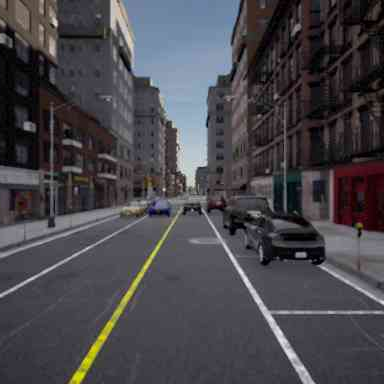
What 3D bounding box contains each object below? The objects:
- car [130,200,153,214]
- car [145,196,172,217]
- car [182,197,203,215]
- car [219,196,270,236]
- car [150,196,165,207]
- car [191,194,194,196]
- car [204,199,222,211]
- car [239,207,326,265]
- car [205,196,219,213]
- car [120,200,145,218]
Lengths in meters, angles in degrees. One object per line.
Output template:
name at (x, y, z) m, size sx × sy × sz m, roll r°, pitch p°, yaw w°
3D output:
car at (-5.406, 1.562, 36.111) m, size 1.802 × 1.307 × 4.206 m, roll 0°, pitch 0°, yaw 0°
car at (-2.863, 1.458, 30.780) m, size 1.882 × 1.535 × 5.008 m, roll 0°, pitch 0°, yaw 0°
car at (0.041, 1.485, 33.994) m, size 1.837 × 1.490 × 4.892 m, roll 0°, pitch 0°, yaw 0°
car at (2.972, 1.216, 18.648) m, size 2.150 × 2.045 × 5.566 m, roll 0°, pitch 0°, yaw 0°
car at (-5.415, 1.426, 52.472) m, size 1.967 × 1.590 × 4.097 m, roll 0°, pitch 0°, yaw 0°
car at (0.034, 1.461, 46.963) m, size 1.882 × 1.535 × 5.008 m, roll 0°, pitch 0°, yaw 0°
car at (2.616, 1.547, 41.566) m, size 1.947 × 1.339 × 4.313 m, roll 0°, pitch 0°, yaw 0°
car at (3.014, 1.497, 11.618) m, size 1.837 × 1.490 × 4.892 m, roll 0°, pitch 0°, yaw 0°
car at (2.618, 1.296, 36.112) m, size 2.192 × 1.841 × 5.009 m, roll 0°, pitch 0°, yaw 0°
car at (-5.403, 1.506, 30.488) m, size 1.752 × 1.417 × 4.829 m, roll 0°, pitch 0°, yaw 0°
